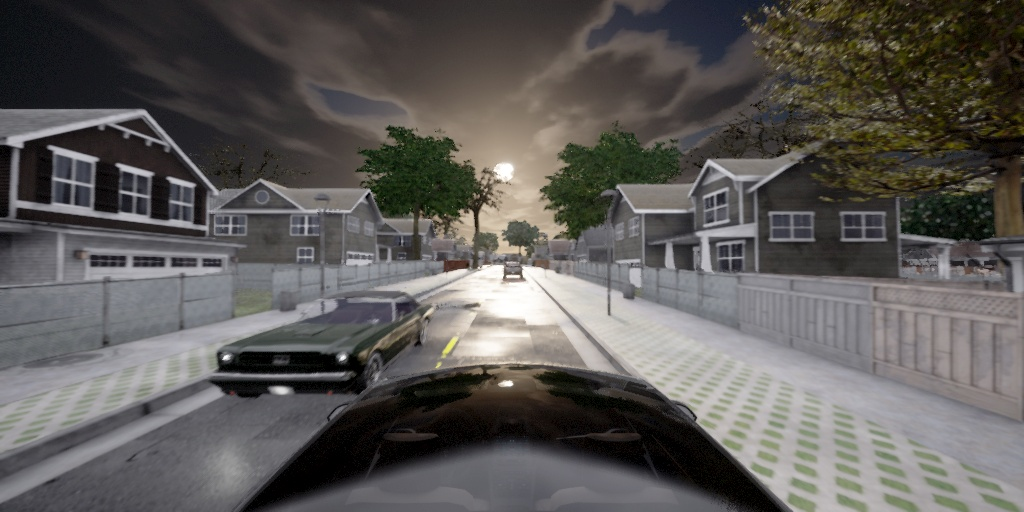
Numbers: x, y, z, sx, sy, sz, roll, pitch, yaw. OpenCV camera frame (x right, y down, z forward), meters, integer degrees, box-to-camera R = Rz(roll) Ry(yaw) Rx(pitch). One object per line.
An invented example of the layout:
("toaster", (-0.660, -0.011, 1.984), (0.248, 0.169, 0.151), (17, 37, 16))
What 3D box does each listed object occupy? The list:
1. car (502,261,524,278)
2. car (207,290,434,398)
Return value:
("car", (0.106, 1.333, 35.025), (2.128, 1.511, 4.902), (0, 0, 0))
("car", (-2.848, 1.355, 6.628), (1.895, 1.301, 4.718), (0, 0, 0))
